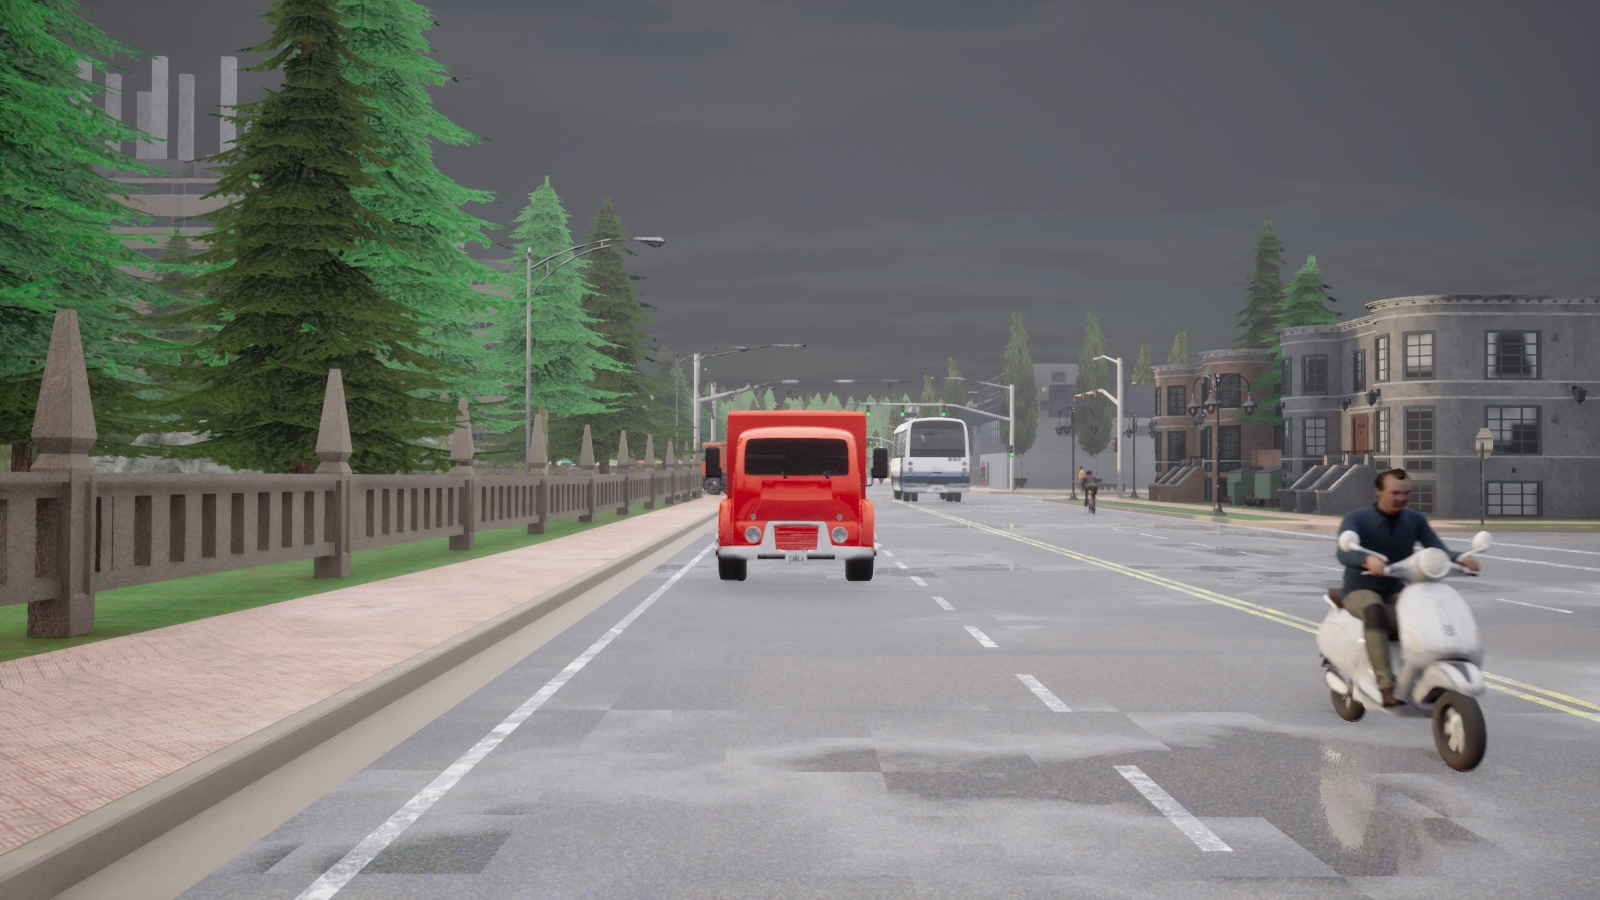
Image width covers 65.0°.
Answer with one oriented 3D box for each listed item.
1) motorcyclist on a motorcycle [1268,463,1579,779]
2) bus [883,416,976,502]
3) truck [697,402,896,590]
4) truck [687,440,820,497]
[{"bbox_3d":[3.481,0.876,7.243,0.866,1.590,1.817,0,-1,0],"label":"motorcyclist on a motorcycle"},{"bbox_3d":[6.823,0.548,67.899,3.944,4.253,10.273,0,-1,0],"label":"bus"},{"bbox_3d":[-0.051,0.650,19.216,2.627,2.467,5.204,0,-1,0],"label":"truck"},{"bbox_3d":[-2.940,1.182,79.869,7.936,3.462,2.891,-1,-1,21],"label":"truck"}]
